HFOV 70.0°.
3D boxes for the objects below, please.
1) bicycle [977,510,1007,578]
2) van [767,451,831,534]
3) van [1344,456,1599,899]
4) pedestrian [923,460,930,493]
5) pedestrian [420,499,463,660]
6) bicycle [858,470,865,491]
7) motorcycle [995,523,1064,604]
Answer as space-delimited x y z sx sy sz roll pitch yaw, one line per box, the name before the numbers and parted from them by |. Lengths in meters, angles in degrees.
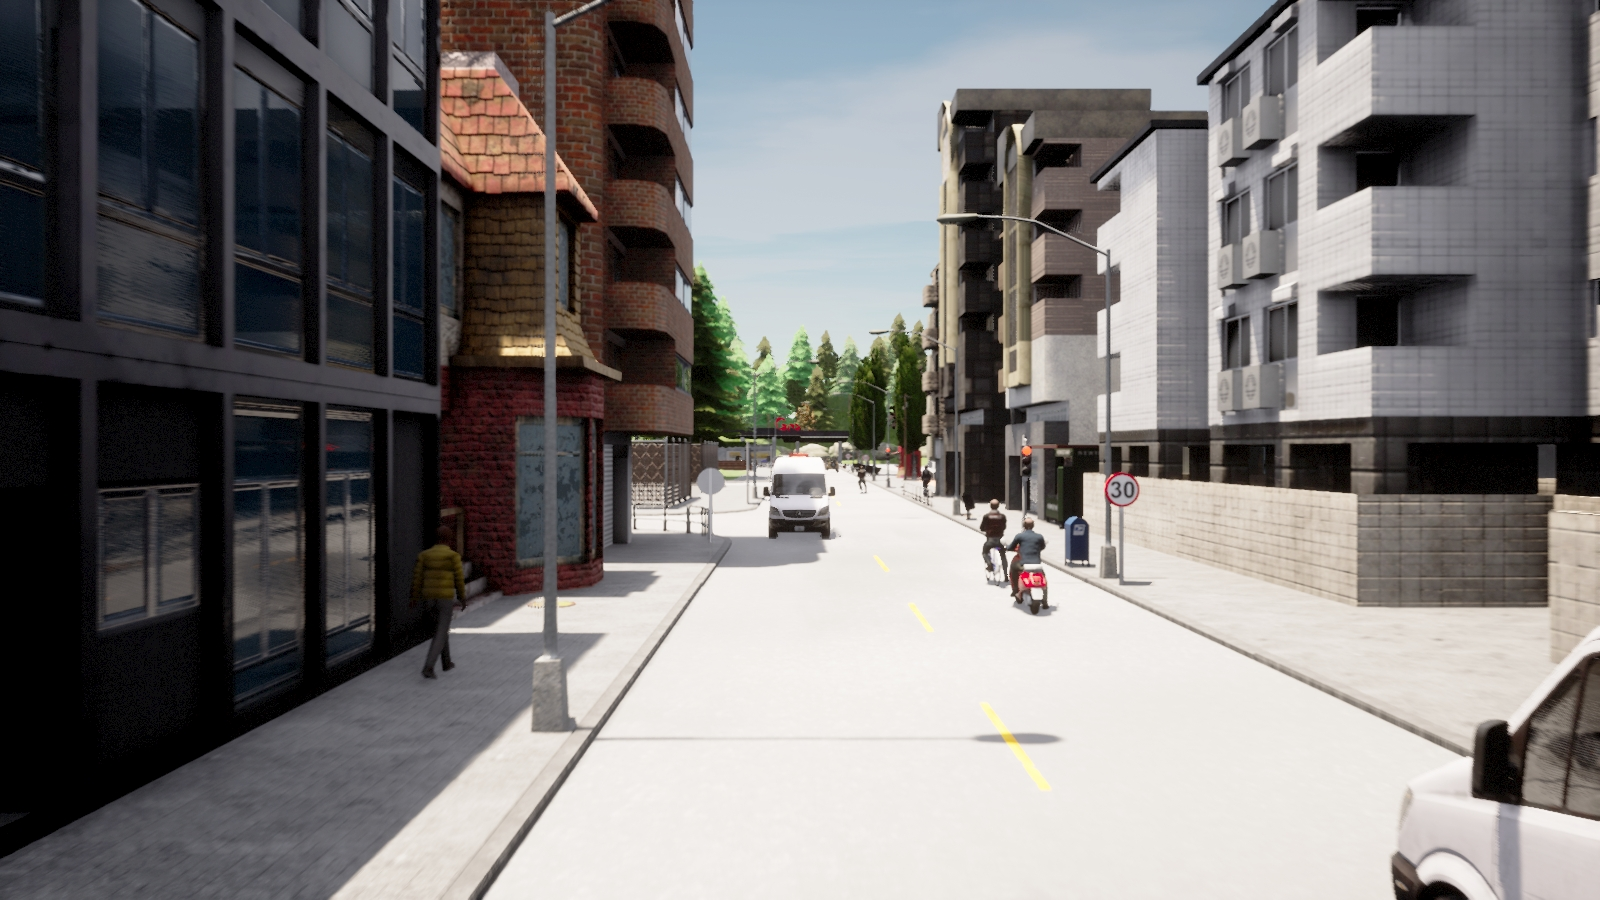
bicycle | 4.010 1.940 23.926 0.329 1.271 1.835 0 0 0
van | -0.030 1.314 38.053 1.988 2.561 5.915 0 0 0
van | 4.021 1.314 3.360 1.988 2.561 5.915 0 0 0
pedestrian | 7.217 1.523 65.266 0.375 1.860 0.375 0 0 -2
pedestrian | -4.261 1.523 13.586 0.375 1.860 0.375 0 0 7
bicycle | 3.946 1.940 73.641 0.329 1.271 1.835 0 0 0
motorcycle | 4.004 1.962 20.052 0.856 1.236 1.805 0 0 0
